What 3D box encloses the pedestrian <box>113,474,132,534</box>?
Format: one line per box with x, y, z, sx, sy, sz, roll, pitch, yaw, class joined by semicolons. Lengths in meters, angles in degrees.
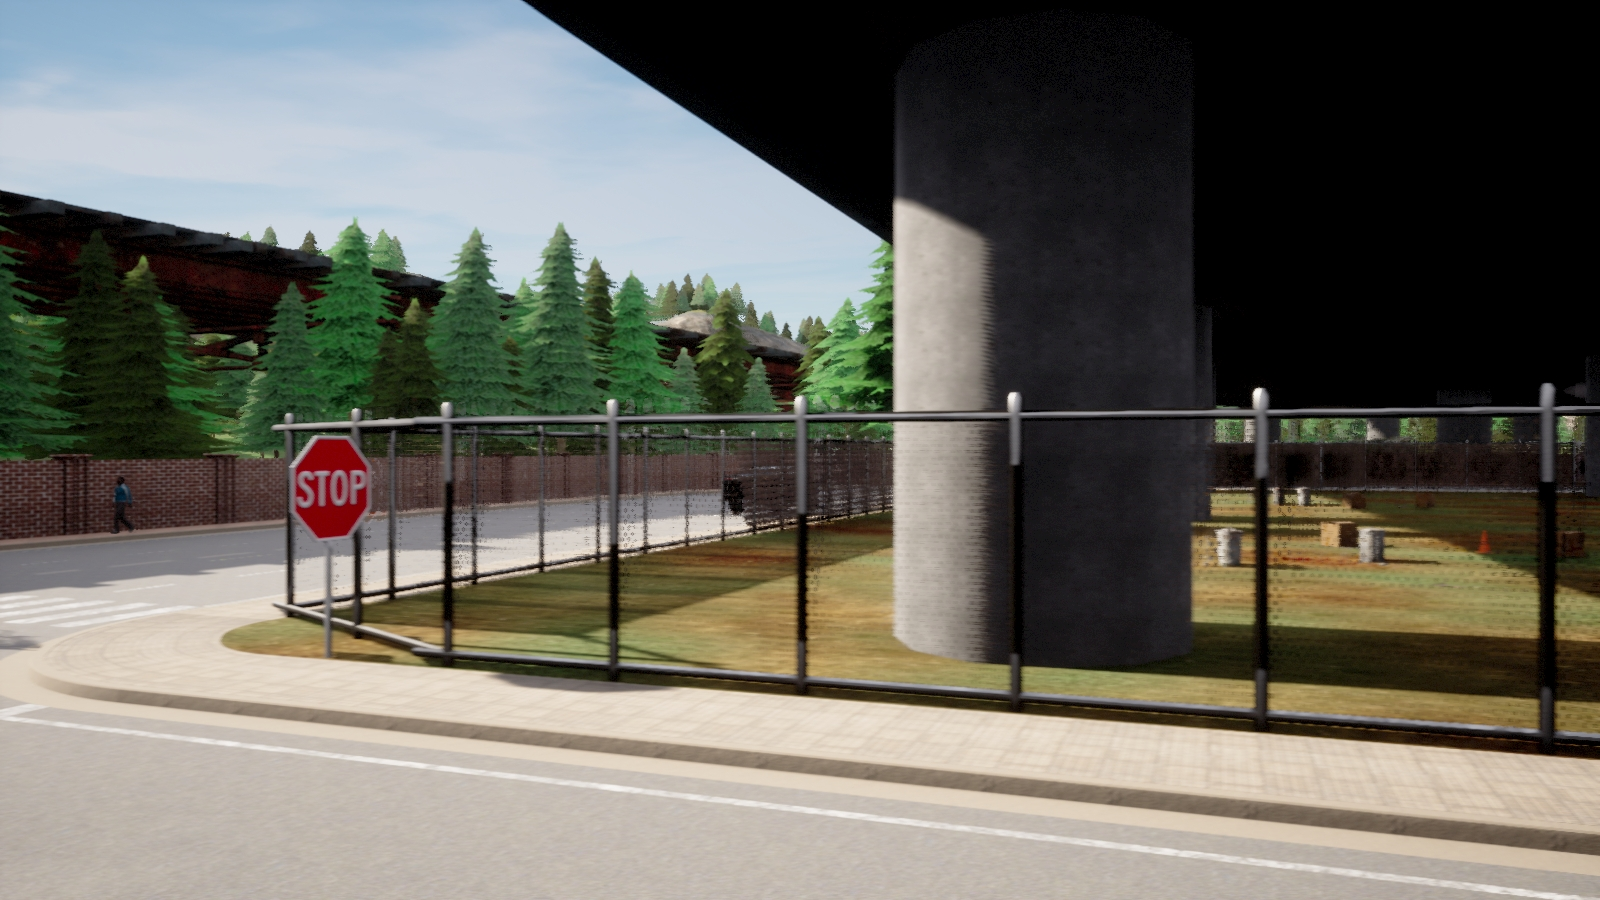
-21.263;1.698;35.856;0.375;1.860;0.375;0;0;18;pedestrian

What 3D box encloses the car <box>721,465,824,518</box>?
-1.105;1.755;50.550;2.390;2.098;6.274;0;0;21;car
